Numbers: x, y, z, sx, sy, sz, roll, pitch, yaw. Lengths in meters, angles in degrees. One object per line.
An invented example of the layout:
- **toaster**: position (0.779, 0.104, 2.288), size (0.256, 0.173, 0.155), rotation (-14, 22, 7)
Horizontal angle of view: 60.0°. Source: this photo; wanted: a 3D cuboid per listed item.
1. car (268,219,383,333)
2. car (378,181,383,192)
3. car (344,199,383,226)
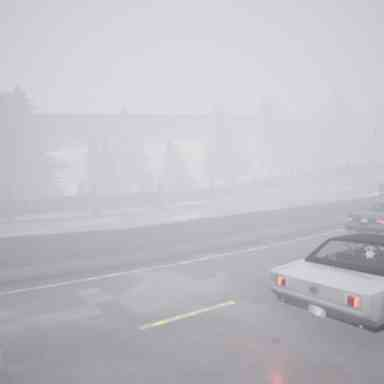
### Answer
- **car**: position (3.732, 1.470, 6.408), size (4.718, 1.301, 1.895), rotation (-2, 1, -35)
- **car**: position (18.724, -0.854, 30.216), size (4.181, 1.385, 1.994), rotation (-9, 5, -35)
- **car**: position (8.655, 0.979, 14.222), size (5.357, 1.411, 2.033), rotation (-5, 3, -35)
